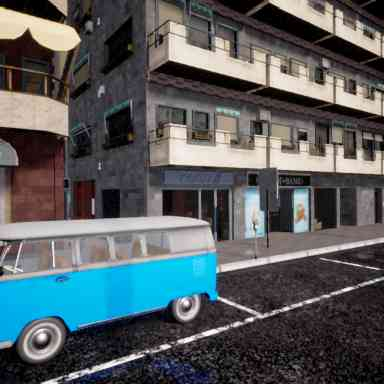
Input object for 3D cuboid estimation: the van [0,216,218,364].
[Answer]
[{"bbox_3d":[-1.440,1.341,5.545,3.998,1.788,1.690,0,0,-36],"label":"van"}]
